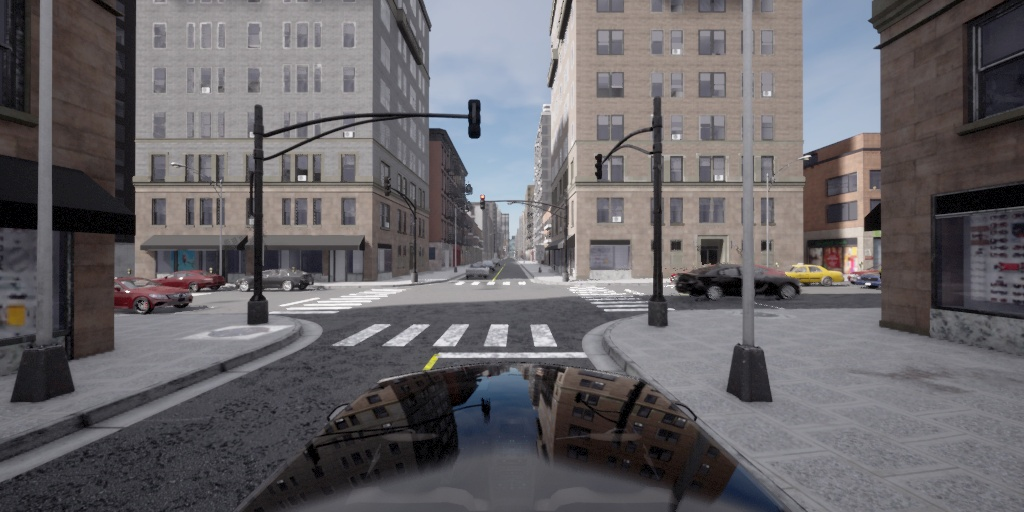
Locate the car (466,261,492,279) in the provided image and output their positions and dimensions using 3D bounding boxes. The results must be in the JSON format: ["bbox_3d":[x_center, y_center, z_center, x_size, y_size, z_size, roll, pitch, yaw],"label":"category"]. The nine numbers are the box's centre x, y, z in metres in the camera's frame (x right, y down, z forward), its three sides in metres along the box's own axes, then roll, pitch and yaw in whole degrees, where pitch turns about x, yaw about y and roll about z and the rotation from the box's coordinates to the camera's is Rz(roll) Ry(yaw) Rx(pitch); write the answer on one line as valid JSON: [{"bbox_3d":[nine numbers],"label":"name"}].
[{"bbox_3d":[-3.122,1.340,32.818,1.895,1.301,4.718,0,0,-1],"label":"car"}]

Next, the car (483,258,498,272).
[{"bbox_3d":[-3.129,1.248,45.884,1.812,1.442,4.674,0,1,0],"label":"car"}]

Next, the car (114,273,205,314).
[{"bbox_3d":[-14.664,1.451,13.658,4.207,1.307,1.802,0,0,0],"label":"car"}]

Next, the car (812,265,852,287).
[{"bbox_3d":[17.447,1.117,21.987,4.829,1.417,1.751,0,0,0],"label":"car"}]

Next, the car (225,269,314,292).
[{"bbox_3d":[-14.638,1.458,22.183,4.403,1.370,2.007,0,0,0],"label":"car"}]

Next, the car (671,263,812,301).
[{"bbox_3d":[9.971,1.115,15.978,5.008,1.535,1.882,-1,0,1],"label":"car"}]

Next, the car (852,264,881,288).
[{"bbox_3d":[21.768,1.087,19.204,5.357,1.411,2.033,-1,0,1],"label":"car"}]

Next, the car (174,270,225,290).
[{"bbox_3d":[-20.166,1.544,22.217,4.207,1.307,1.802,0,0,0],"label":"car"}]
